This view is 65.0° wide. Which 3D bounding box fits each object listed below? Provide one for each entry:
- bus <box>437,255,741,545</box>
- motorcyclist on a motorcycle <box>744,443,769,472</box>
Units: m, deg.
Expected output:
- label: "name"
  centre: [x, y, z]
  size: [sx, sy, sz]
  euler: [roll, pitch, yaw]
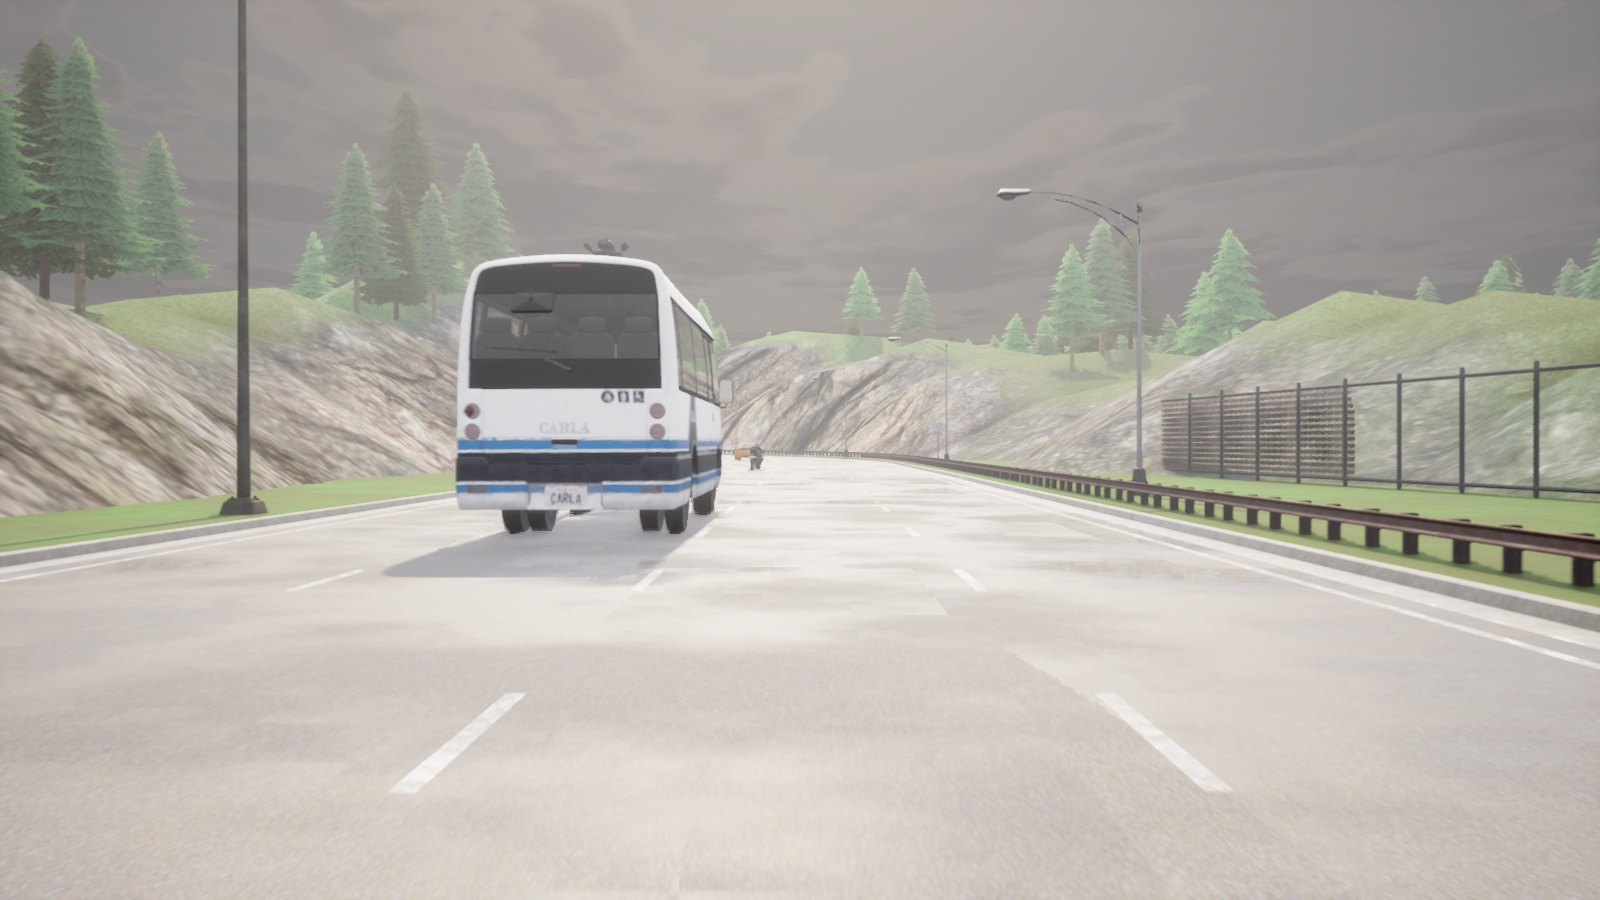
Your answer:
- label: "bus"
  centre: [-3.349, -0.766, 23.621]
  size: [3.944, 4.253, 10.273]
  euler: [0, 0, 0]
- label: "motorcyclist on a motorcycle"
  centre: [-2.398, 0.389, 69.243]
  size: [0.866, 1.530, 2.191]
  euler: [1, 1, 10]
